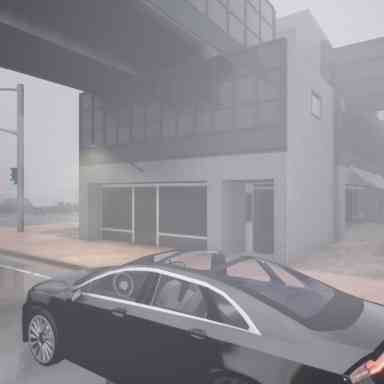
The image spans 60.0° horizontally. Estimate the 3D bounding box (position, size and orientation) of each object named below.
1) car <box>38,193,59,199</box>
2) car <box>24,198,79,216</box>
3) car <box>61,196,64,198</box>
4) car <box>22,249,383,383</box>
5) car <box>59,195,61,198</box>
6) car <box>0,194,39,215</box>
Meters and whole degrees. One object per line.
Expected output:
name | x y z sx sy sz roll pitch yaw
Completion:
car | -30.588 1.153 69.404 4.605 1.855 1.932 0 0 35
car | -13.405 1.601 32.655 1.895 1.301 4.718 0 0 36
car | -12.565 1.478 39.660 1.882 1.535 5.008 0 0 37
car | -0.217 1.492 4.148 4.902 1.511 2.128 0 0 35
car | -28.861 1.364 71.730 3.905 1.438 1.784 0 0 35
car | -17.903 1.352 32.429 2.097 1.767 4.553 0 0 36
